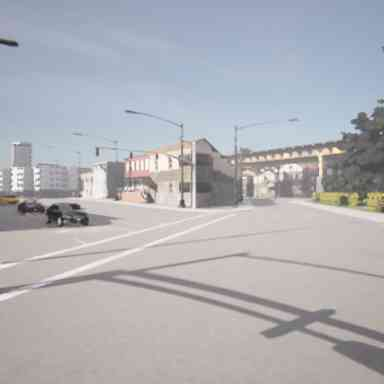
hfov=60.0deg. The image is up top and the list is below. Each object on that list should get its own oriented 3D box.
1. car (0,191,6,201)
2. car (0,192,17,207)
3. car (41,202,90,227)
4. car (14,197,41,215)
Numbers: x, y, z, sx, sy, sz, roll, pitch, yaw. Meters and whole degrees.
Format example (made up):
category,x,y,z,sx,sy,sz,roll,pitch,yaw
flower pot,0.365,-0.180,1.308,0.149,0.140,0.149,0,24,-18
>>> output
category,x,y,z,sx,sy,sz,roll,pitch,yaw
car,-33.468,0.674,57.209,2.097,1.767,4.553,0,0,-35
car,-24.256,1.056,44.399,1.882,1.535,5.008,0,2,-36
car,-8.539,1.473,22.682,1.837,1.490,4.892,0,1,-38
car,-15.805,1.444,32.734,1.994,1.385,4.181,0,1,-36
